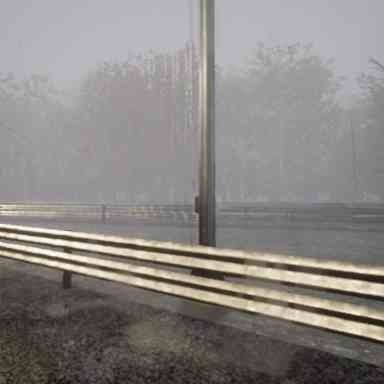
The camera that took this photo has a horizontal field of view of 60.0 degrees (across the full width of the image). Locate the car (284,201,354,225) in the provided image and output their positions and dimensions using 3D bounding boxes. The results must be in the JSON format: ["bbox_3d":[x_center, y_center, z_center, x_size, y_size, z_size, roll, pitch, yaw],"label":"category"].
[{"bbox_3d":[9.282,1.513,24.595,4.856,1.649,2.033,0,0,16],"label":"car"}]
